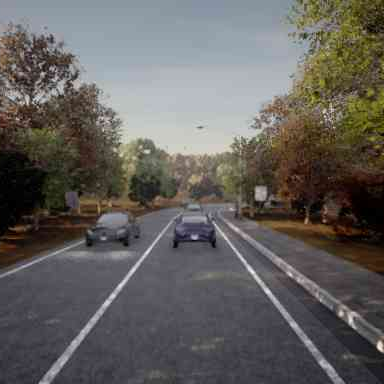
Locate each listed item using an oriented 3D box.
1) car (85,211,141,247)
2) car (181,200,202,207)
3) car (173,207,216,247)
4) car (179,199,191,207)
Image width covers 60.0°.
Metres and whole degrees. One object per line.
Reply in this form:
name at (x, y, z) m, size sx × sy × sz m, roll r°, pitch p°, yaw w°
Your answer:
car at (-3.591, 1.659, 15.861) m, size 1.812 × 1.442 × 4.674 m, roll 0°, pitch -1°, yaw 0°
car at (0.203, 1.811, 31.493) m, size 1.812 × 1.442 × 4.674 m, roll 0°, pitch -1°, yaw 1°
car at (0.115, 1.657, 15.657) m, size 1.812 × 1.442 × 4.674 m, roll 0°, pitch -1°, yaw 0°
car at (-0.810, 2.016, 56.903) m, size 1.837 × 1.490 × 4.892 m, roll 1°, pitch 0°, yaw 12°
